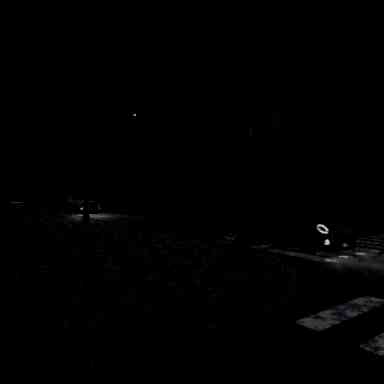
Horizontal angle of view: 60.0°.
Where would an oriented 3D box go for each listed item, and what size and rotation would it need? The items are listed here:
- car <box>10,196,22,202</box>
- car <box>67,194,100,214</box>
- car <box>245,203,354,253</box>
[{"bbox_3d":[-39.066,1.546,73.628,1.994,1.385,4.181,1,-1,-36],"label":"car"},{"bbox_3d":[-11.646,1.214,35.451,2.150,2.045,5.566,1,0,-36],"label":"car"},{"bbox_3d":[4.088,1.292,13.537,2.097,1.767,4.553,1,0,-36],"label":"car"}]
